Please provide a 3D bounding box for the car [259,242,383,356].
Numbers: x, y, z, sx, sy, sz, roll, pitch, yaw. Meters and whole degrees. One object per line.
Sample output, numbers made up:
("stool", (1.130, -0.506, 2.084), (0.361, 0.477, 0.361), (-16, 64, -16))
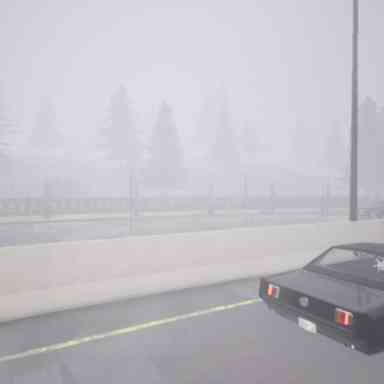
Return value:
("car", (3.530, 1.560, 5.718), (4.718, 1.301, 1.895), (0, 1, -30))
